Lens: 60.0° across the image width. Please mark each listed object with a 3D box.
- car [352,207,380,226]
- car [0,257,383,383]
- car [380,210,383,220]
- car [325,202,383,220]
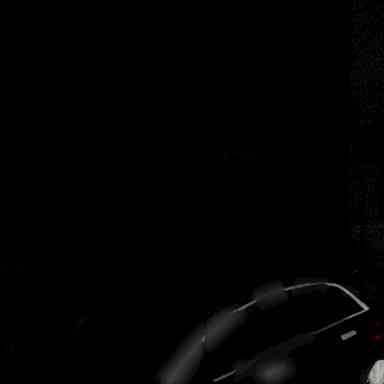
[{"bbox_3d":[10.258,1.628,23.557,1.895,1.301,4.718,2,-1,-36],"label":"car"},{"bbox_3d":[0.161,1.512,3.165,4.892,1.490,1.837,0,0,-35],"label":"car"},{"bbox_3d":[15.388,1.587,22.046,2.128,1.511,4.902,2,-1,-36],"label":"car"},{"bbox_3d":[15.861,1.776,32.645,2.128,1.511,4.902,2,-1,-35],"label":"car"}]
